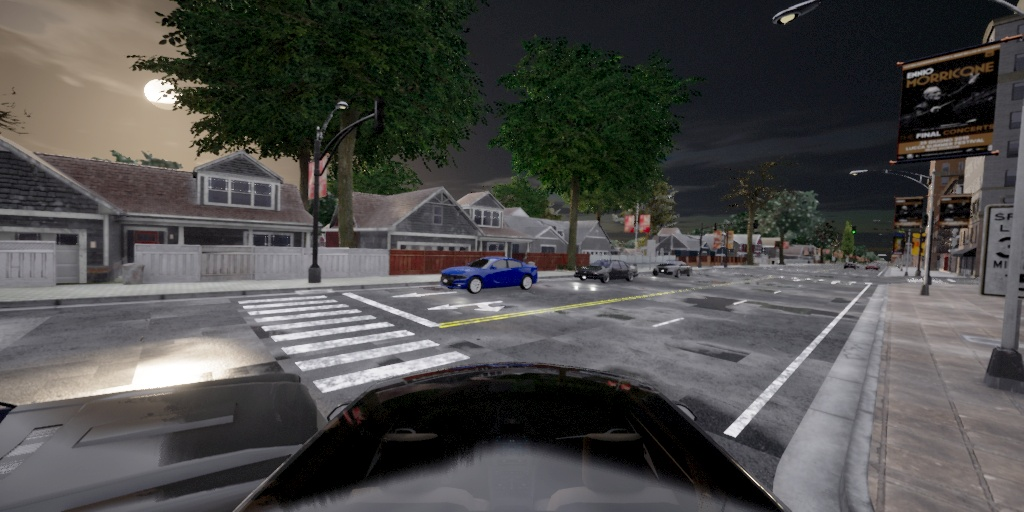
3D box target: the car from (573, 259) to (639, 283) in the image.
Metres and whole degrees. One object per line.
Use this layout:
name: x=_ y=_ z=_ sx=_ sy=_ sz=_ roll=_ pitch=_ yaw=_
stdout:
car: x=6.304 y=0.925 z=23.424 sx=5.357 sy=1.411 sz=2.033 roll=1 pitch=2 yaw=-43

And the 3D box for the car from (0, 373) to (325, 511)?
car: x=-3.318 y=1.273 z=1.430 sx=4.718 sy=1.301 sz=1.895 roll=1 pitch=2 yaw=-33

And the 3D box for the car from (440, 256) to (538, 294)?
car: x=-0.942 y=0.777 z=16.588 sx=5.008 sy=1.535 sz=1.882 roll=1 pitch=3 yaw=-43

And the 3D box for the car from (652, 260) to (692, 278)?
car: x=13.582 y=1.024 z=30.260 sx=4.181 sy=1.385 sz=1.994 roll=1 pitch=2 yaw=-44
